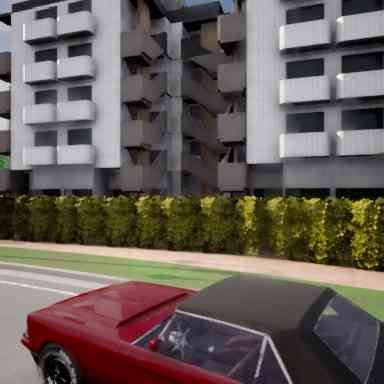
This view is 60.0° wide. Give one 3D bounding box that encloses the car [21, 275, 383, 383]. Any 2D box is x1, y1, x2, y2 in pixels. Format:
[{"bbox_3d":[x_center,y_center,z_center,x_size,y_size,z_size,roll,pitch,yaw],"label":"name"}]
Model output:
[{"bbox_3d":[0.347,1.601,3.424,4.718,1.301,1.895,0,0,33],"label":"car"}]
